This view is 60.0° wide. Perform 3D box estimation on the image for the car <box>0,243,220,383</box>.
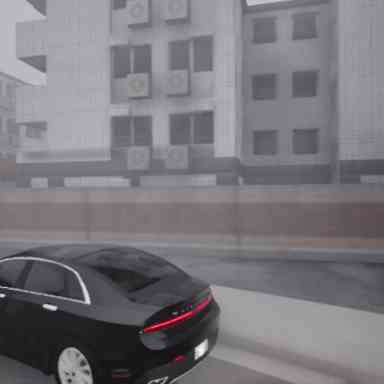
[{"bbox_3d":[-1.974,1.542,5.000,4.892,1.490,1.837,-1,0,31],"label":"car"}]
